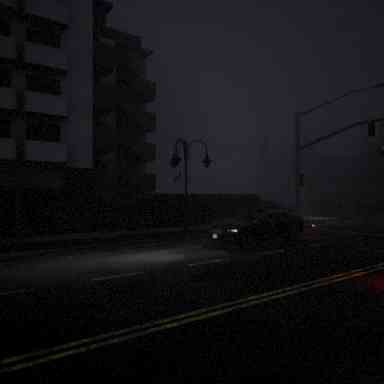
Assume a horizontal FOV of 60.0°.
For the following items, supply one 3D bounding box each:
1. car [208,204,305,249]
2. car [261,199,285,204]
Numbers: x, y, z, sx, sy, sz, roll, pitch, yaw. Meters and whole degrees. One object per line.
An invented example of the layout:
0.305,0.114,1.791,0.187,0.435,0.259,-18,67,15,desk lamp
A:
2.912,1.491,14.631,4.902,1.511,2.128,0,0,-35,car
7.818,1.478,32.198,1.882,1.535,5.008,0,0,-38,car
